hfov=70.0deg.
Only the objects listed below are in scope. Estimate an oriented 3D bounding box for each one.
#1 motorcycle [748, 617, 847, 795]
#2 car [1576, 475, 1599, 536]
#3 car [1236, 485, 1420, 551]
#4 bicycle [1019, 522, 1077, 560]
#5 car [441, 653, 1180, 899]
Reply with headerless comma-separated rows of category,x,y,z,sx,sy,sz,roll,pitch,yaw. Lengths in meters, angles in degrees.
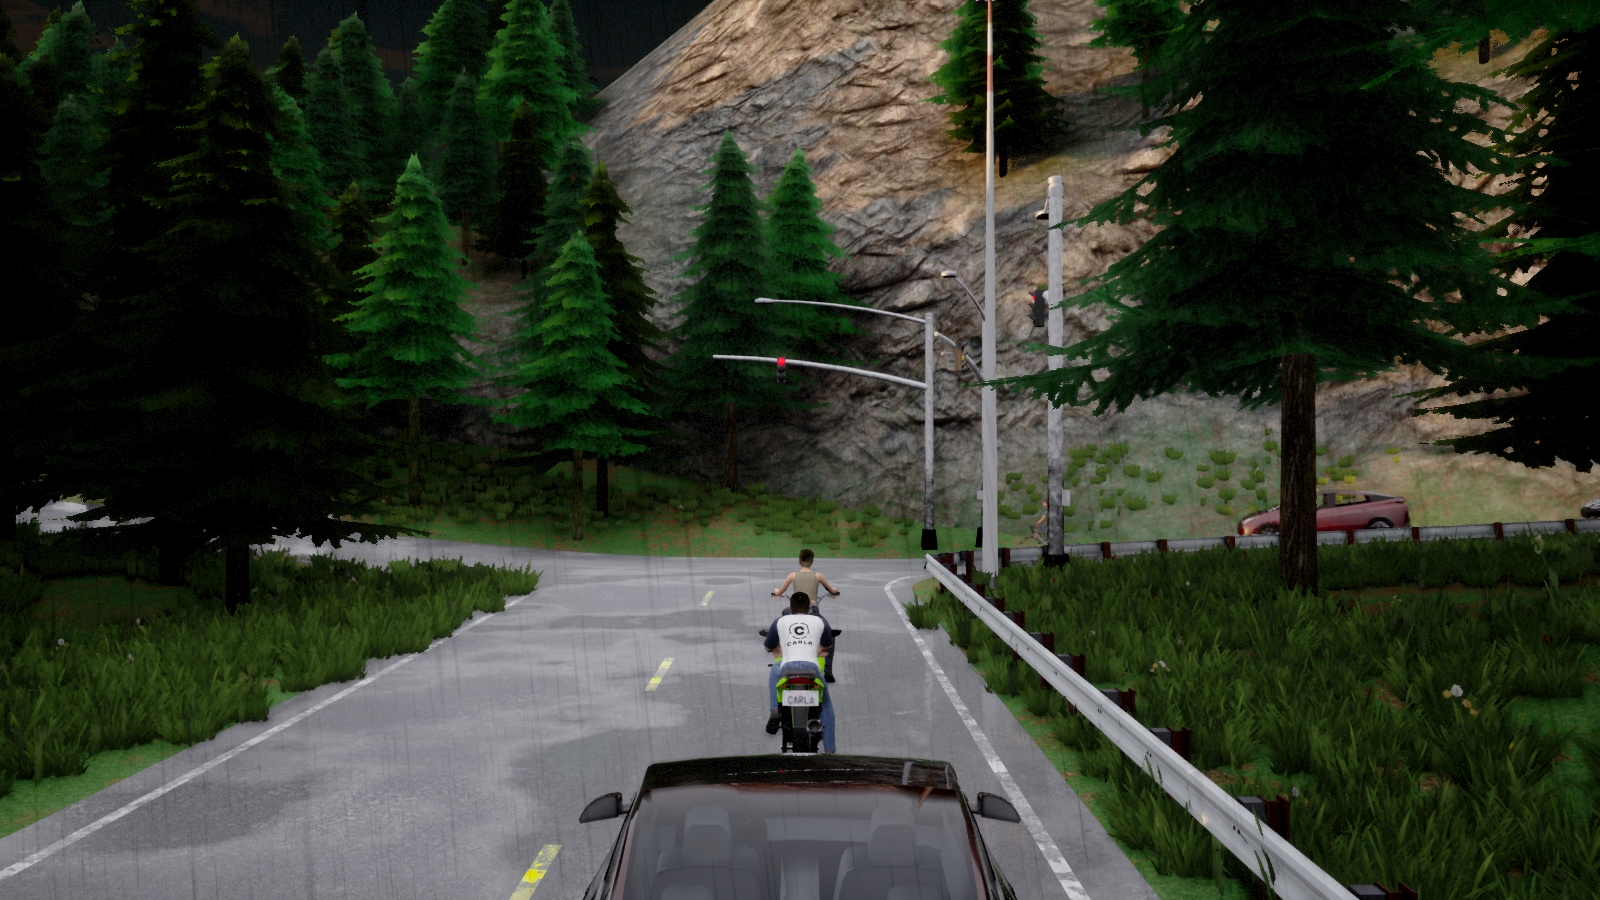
motorcycle,-0.020,2.213,10.238,0.803,1.145,2.033,0,0,0
car,22.926,1.267,29.167,4.792,1.488,2.163,-5,-2,26
car,14.881,1.922,32.507,4.514,1.525,2.007,-5,-2,20
bicycle,7.585,2.782,34.933,1.643,1.024,0.373,-5,-1,13
car,0.029,2.063,5.012,2.163,1.488,4.792,0,0,0
